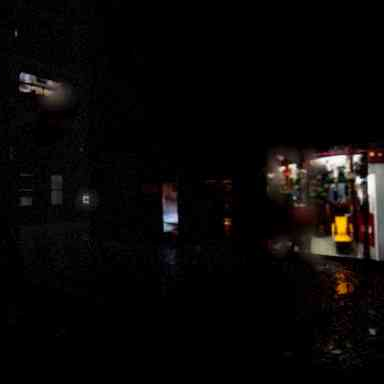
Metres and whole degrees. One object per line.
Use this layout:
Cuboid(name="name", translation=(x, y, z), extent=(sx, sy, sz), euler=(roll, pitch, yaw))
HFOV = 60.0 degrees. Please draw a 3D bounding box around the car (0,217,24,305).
Cuboid(name="car", translation=(-5.420, 1.303, 6.758), extent=(5.009, 1.841, 2.192), euler=(0, -1, 35))
